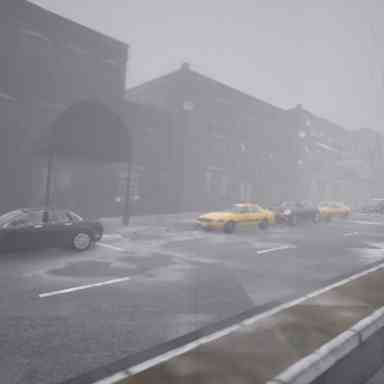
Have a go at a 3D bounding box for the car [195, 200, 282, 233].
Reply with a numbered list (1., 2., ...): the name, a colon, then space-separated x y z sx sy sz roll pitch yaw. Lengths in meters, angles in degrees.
1. car: 2.549 1.318 18.547 5.366 1.575 1.946 0 1 -43

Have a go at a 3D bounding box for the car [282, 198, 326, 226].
1. car: 6.756 1.229 22.457 4.553 1.767 2.185 0 1 -43

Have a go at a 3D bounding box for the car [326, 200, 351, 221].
1. car: 10.646 1.381 26.070 5.366 1.575 1.946 0 1 -43

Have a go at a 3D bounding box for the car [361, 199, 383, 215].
1. car: 18.880 1.450 33.723 4.892 1.521 2.231 0 1 -43

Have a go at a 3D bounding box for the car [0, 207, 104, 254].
1. car: -5.397 1.261 11.148 4.892 1.521 2.231 0 1 -43
